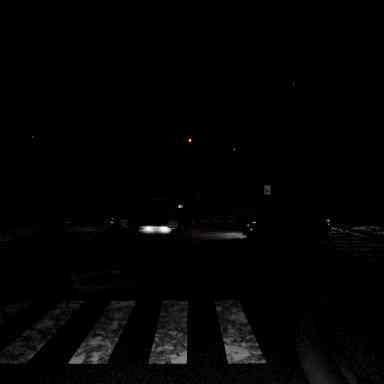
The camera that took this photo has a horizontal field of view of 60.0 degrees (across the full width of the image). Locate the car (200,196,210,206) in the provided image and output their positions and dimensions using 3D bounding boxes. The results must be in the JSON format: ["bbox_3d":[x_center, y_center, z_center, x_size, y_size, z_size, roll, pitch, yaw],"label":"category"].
[{"bbox_3d":[2.387,1.641,47.187,1.802,1.307,4.206,0,0,0],"label":"car"}]

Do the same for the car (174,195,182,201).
[{"bbox_3d":[-3.086,1.633,52.001,1.994,1.385,4.181,0,0,0],"label":"car"}]

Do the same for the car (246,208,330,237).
[{"bbox_3d":[4.942,1.549,17.400,4.181,1.385,1.994,0,0,0],"label":"car"}]

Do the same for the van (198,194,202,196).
[{"bbox_3d":[2.409,1.424,58.208,1.690,1.788,3.998,0,0,0],"label":"van"}]

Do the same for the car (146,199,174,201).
[{"bbox_3d":[-3.150,1.634,32.061,1.895,1.301,4.718,0,0,1],"label":"car"}]

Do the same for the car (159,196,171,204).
[{"bbox_3d":[-5.594,1.552,69.246,1.967,1.590,4.097,0,0,0],"label":"car"}]

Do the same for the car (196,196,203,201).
[{"bbox_3d":[2.064,1.698,90.133,1.812,1.442,4.674,0,0,0],"label":"car"}]

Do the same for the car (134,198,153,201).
[{"bbox_3d":[-5.661,1.480,36.181,1.967,1.590,4.097,0,0,0],"label":"car"}]

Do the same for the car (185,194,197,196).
[{"bbox_3d":[-0.195,1.678,73.882,1.994,1.385,4.181,0,0,0],"label":"car"}]

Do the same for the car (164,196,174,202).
[{"bbox_3d":[-5.571,1.694,80.267,2.008,1.369,4.403,0,0,0],"label":"car"}]

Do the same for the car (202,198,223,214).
[{"bbox_3d":[2.364,1.606,36.164,1.947,1.339,4.313,0,0,0],"label":"car"}]

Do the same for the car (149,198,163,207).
[{"bbox_3d":[-5.627,1.653,52.713,1.802,1.307,4.206,0,0,0],"label":"car"}]

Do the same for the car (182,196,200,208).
[{"bbox_3d":[-0.147,1.629,49.985,1.994,1.385,4.181,0,0,0],"label":"car"}]

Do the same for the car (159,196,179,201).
[{"bbox_3d":[-3.107,1.614,42.017,1.994,1.385,4.181,0,0,1],"label":"car"}]

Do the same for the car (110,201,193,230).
[{"bbox_3d":[-2.558,1.520,20.624,4.892,1.490,1.837,0,0,0],"label":"car"}]

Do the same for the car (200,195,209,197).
[{"bbox_3d":[2.398,1.636,52.697,1.947,1.339,4.313,0,0,0],"label":"car"}]

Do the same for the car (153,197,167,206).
[{"bbox_3d":[-5.616,1.634,58.224,2.008,1.369,4.403,0,0,0],"label":"car"}]

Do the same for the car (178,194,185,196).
[{"bbox_3d":[-3.009,1.587,63.421,2.128,1.511,4.902,0,0,1],"label":"car"}]
